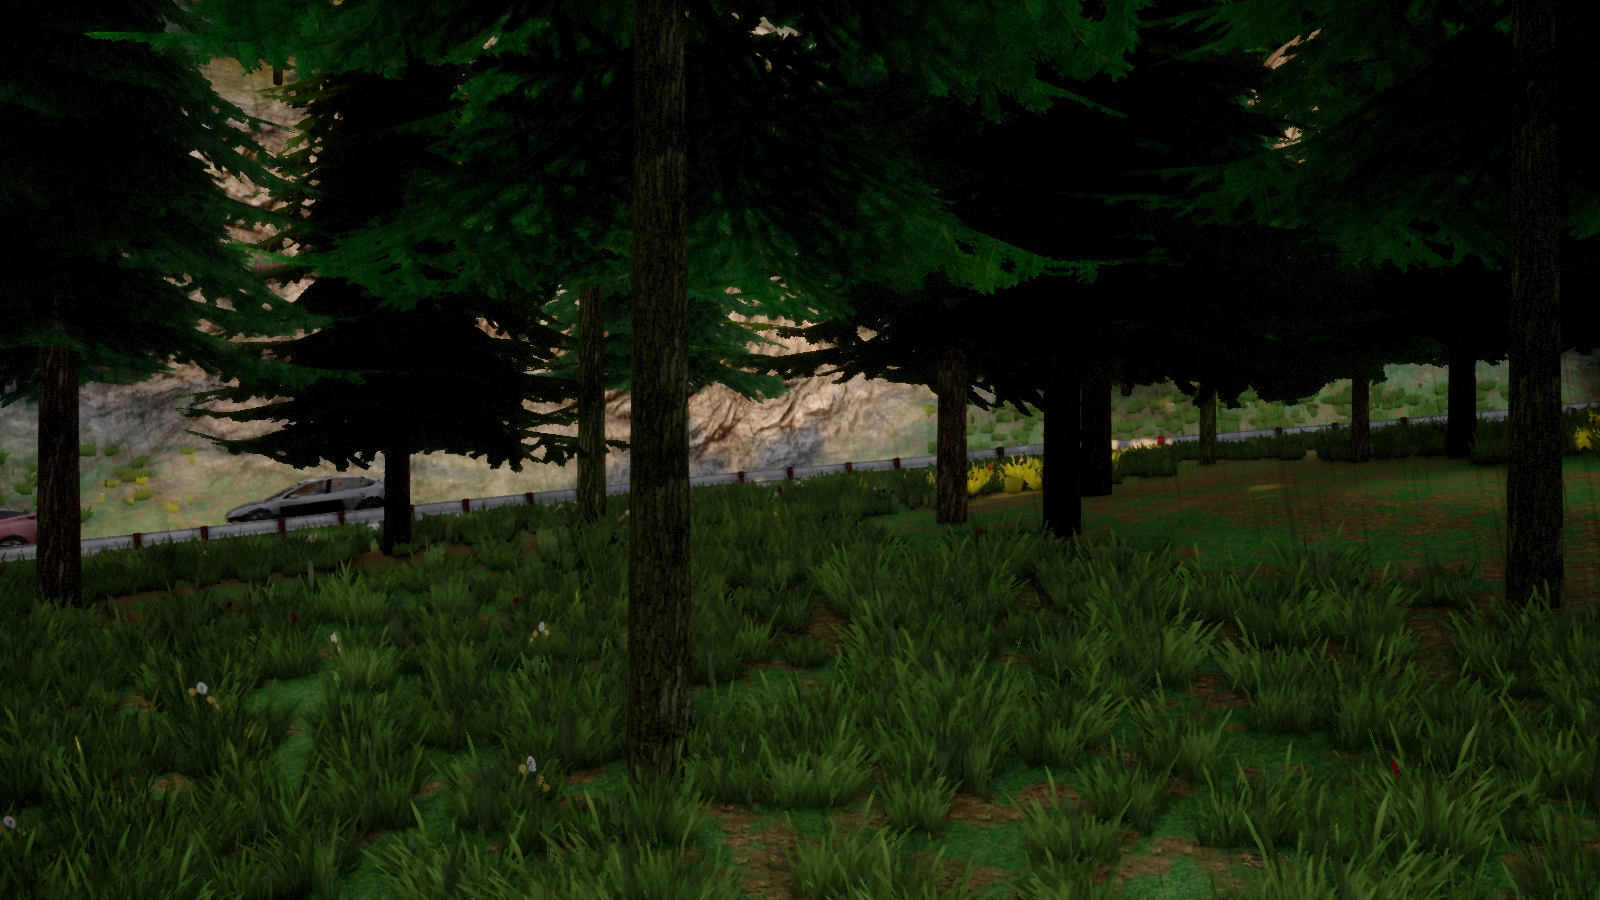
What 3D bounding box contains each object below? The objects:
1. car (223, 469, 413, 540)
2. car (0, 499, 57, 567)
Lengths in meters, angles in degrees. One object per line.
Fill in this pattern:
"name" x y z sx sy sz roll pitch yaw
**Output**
"car" -14.113 1.537 33.516 4.792 1.488 2.163 -5 3 -31
"car" -21.189 2.209 28.062 2.007 1.525 4.514 -2 3 44
